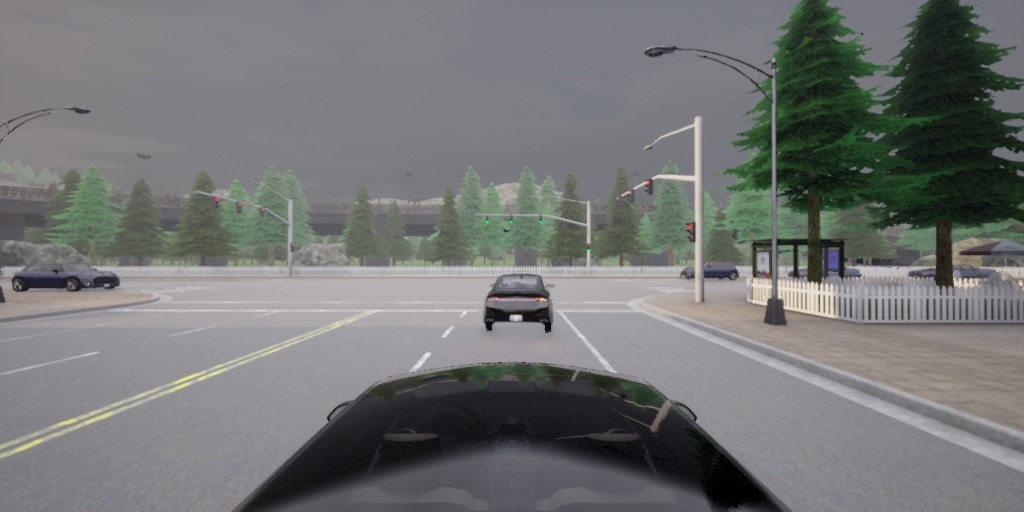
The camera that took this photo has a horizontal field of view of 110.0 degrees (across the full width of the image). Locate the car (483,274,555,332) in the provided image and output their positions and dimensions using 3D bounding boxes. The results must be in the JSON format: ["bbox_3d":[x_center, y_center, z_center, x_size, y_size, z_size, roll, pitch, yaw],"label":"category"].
[{"bbox_3d":[0.293,1.303,11.173,2.128,1.511,4.902,0,0,4],"label":"car"}]

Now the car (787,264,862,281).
[{"bbox_3d":[27.656,1.437,31.835,5.357,1.411,2.033,0,0,1],"label":"car"}]

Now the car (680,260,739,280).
[{"bbox_3d":[17.499,1.241,31.924,4.553,1.767,2.097,0,0,0],"label":"car"}]

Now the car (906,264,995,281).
[{"bbox_3d":[38.047,1.432,31.094,5.357,1.411,2.033,0,0,10],"label":"car"}]

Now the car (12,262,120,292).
[{"bbox_3d":[-26.403,1.172,21.369,4.553,1.767,2.097,0,0,0],"label":"car"}]
